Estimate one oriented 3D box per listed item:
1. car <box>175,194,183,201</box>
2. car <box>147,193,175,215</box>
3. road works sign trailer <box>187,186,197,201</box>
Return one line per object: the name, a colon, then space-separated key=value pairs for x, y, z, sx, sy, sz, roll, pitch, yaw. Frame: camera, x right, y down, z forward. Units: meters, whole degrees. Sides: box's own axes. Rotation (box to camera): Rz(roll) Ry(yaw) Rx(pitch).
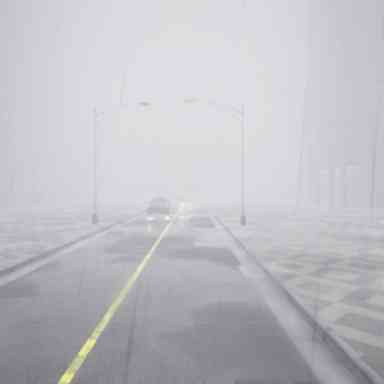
car: x=-2.999 y=1.203 z=73.195 sx=2.033 sy=1.411 sz=5.357 roll=0 pitch=0 yaw=0
car: x=-3.095 y=1.251 z=32.072 sx=2.097 sy=1.767 sz=4.553 roll=0 pitch=0 yaw=0
road works sign trailer: x=0.000 y=0.293 z=78.686 sx=2.380 sy=3.560 sz=2.880 roll=0 pitch=0 yaw=0
